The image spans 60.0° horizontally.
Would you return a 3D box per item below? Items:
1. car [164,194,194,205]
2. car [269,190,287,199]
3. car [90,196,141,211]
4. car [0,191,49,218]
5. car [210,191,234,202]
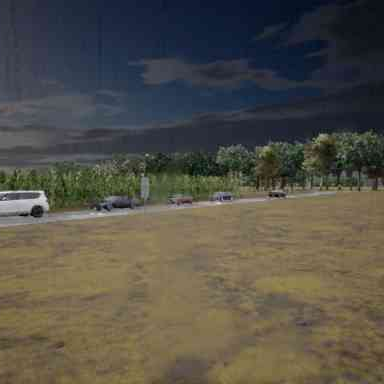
[{"bbox_3d":[-1.528,0.896,40.912,1.994,1.385,4.181,0,1,35],"label":"car"},{"bbox_3d":[15.457,0.344,59.900,1.882,1.535,5.008,0,1,35],"label":"car"},{"bbox_3d":[-7.352,1.068,32.671,2.033,1.411,5.357,0,1,35],"label":"car"},{"bbox_3d":[-13.304,0.936,24.229,2.150,2.045,5.566,0,1,35],"label":"car"},{"bbox_3d":[4.456,0.646,49.342,1.837,1.490,4.892,0,1,35],"label":"car"}]
